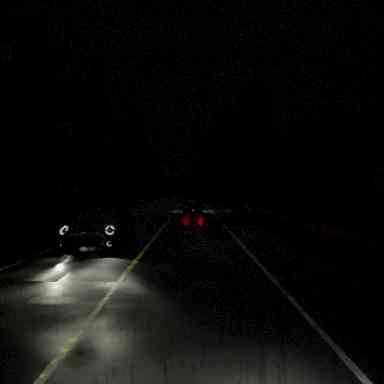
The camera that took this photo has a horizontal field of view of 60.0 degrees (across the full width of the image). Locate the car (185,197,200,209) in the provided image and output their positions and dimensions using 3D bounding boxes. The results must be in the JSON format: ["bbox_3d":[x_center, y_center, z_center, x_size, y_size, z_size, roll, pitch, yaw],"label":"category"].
[{"bbox_3d":[0.056,1.367,42.522,1.895,1.301,4.718,0,0,0],"label":"car"}]

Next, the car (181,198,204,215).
[{"bbox_3d":[0.076,1.354,31.088,1.812,1.442,4.674,0,0,0],"label":"car"}]

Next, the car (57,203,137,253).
[{"bbox_3d":[-3.563,1.279,13.197,2.097,1.767,4.553,0,0,0],"label":"car"}]
